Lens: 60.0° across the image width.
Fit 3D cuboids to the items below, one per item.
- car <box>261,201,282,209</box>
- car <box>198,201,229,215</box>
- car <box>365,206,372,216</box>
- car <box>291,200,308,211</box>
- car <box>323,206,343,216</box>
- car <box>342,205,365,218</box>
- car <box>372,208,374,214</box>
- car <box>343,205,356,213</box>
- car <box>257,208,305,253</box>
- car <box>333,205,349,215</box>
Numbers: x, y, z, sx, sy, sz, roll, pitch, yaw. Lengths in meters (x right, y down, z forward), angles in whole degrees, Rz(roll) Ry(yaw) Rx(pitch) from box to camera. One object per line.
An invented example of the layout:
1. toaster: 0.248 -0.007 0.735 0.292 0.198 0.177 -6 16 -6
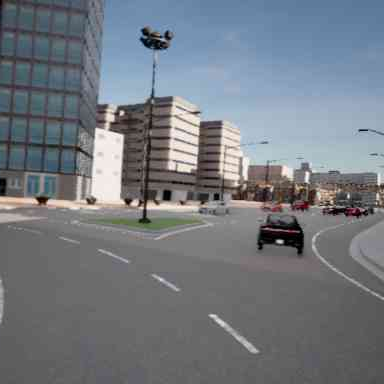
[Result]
1. car: 12.420 2.222 51.635 2.097 1.767 4.553 4 0 34
2. car: 2.522 1.733 36.588 1.812 1.442 4.674 4 0 34
3. car: 31.108 3.613 60.930 2.128 1.511 4.902 4 0 33
4. car: 20.981 2.669 64.577 2.150 2.045 5.566 4 0 33
5. car: 22.776 3.042 54.482 2.128 1.511 4.902 4 0 34
6. car: 25.452 3.228 52.205 1.837 1.490 4.892 4 0 34
7. car: 36.799 3.672 69.596 2.097 1.767 4.553 4 0 33
8. car: 33.885 3.629 71.540 1.837 1.490 4.892 4 0 33
9. car: 4.132 1.778 15.402 2.128 1.511 4.902 4 0 16
10. car: 28.418 3.406 63.198 1.882 1.535 5.008 4 0 33
